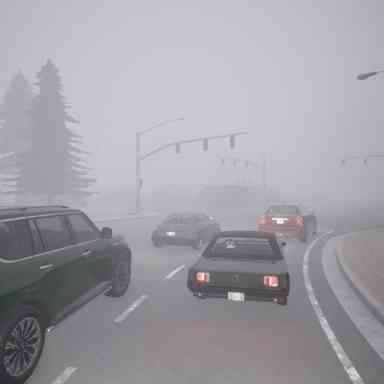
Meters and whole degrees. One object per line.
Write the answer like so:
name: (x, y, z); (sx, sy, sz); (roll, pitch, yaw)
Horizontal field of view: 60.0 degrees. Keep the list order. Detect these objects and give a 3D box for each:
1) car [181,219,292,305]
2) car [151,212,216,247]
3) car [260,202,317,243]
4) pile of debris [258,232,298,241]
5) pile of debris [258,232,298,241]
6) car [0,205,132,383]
car: (1.337, 1.588, 8.142); (1.895, 1.301, 4.718); (0, 0, 14)
car: (-0.105, 1.545, 14.502); (1.994, 1.385, 4.181); (0, 0, 20)
car: (4.828, 1.320, 16.412); (2.097, 1.767, 4.553); (0, 0, 27)
pile of debris: (4.208, 2.145, 16.173); (1.500, 0.140, 1.860); (0, 0, 29)
pile of debris: (4.208, 2.145, 16.173); (1.500, 0.140, 1.860); (0, 0, 29)
car: (-2.785, 1.222, 5.547); (2.150, 2.045, 5.566); (0, 0, 8)
